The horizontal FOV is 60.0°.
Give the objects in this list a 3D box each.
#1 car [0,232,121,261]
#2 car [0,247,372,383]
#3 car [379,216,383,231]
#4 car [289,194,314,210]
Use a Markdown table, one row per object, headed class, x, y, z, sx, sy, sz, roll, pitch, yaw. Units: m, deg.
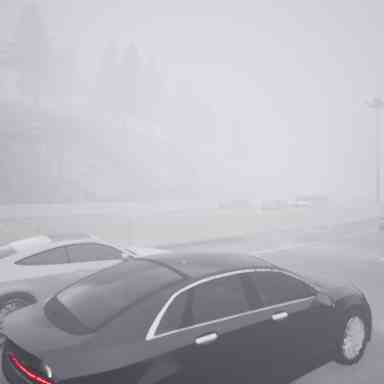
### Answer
| class | x | y | z | sx | sy | sz | roll | pitch | yaw |
| --- | --- | --- | --- | --- | --- | --- | --- | --- | --- |
| car | -2.221 | 1.539 | 6.588 | 4.674 | 1.442 | 1.812 | 0 | 0 | -36 |
| car | 0.372 | 1.510 | 4.158 | 4.892 | 1.490 | 1.837 | 0 | 0 | -36 |
| car | 11.977 | 1.551 | 18.135 | 5.357 | 1.411 | 2.033 | 0 | 0 | -42 |
| car | 11.263 | 1.244 | 32.216 | 2.150 | 2.045 | 5.566 | 0 | 0 | 45 |
